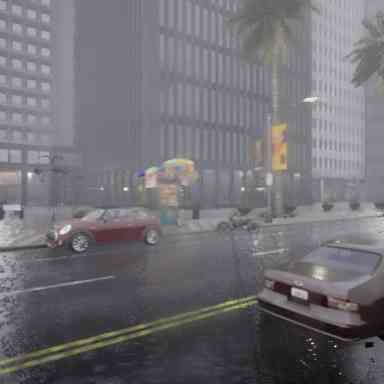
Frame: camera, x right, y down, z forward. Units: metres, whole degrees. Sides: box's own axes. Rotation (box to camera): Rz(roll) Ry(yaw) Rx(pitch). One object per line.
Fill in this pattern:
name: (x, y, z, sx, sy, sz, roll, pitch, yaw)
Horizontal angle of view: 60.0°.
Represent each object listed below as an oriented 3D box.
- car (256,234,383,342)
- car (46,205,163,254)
car: (3.639, 1.553, 6.411, 5.357, 1.411, 2.033, 0, 0, -36)
car: (-3.527, 1.368, 13.787, 4.553, 1.767, 2.185, 0, 0, -36)
